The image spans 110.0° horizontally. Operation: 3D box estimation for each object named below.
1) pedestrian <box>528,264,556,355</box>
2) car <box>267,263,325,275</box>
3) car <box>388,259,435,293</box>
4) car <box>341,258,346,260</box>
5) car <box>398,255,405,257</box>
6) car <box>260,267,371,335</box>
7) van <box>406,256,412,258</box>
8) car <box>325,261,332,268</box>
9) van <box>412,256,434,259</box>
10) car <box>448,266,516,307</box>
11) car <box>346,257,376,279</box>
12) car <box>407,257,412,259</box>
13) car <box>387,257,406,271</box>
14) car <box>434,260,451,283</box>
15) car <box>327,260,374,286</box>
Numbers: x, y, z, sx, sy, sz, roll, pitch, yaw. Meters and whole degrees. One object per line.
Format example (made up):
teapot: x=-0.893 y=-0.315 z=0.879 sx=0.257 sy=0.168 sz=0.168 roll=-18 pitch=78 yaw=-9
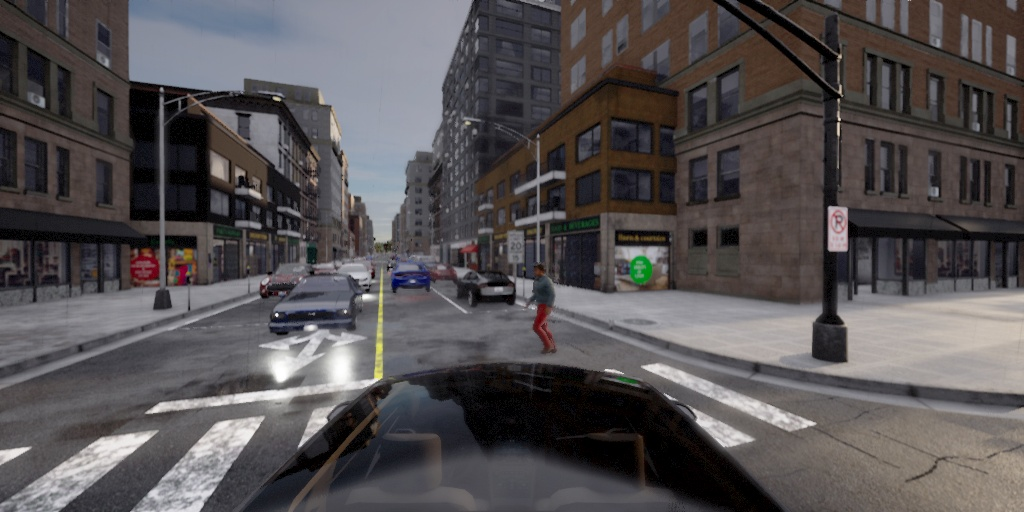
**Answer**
pedestrian: x=0.609 y=1.012 z=7.087 sx=0.375 sy=1.860 sz=0.375 roll=0 pitch=0 yaw=-20
car: x=-10.600 y=1.091 z=17.374 sx=1.967 sy=1.591 sz=4.097 roll=0 pitch=0 yaw=-20
car: x=-5.777 y=1.115 z=20.163 sx=1.882 sy=1.535 sz=5.008 roll=0 pitch=0 yaw=-20
car: x=-16.211 y=1.112 z=32.925 sx=2.007 sy=1.370 sz=4.403 roll=0 pitch=0 yaw=-20
car: x=-18.014 y=0.862 z=61.566 sx=1.967 sy=1.591 sz=4.097 roll=0 pitch=0 yaw=-20
car: x=-5.492 y=1.241 z=10.691 sx=2.033 sy=1.411 sz=5.357 roll=0 pitch=0 yaw=-20
van: x=-12.402 y=0.837 z=46.015 sx=1.690 sy=1.789 sz=3.998 roll=0 pitch=0 yaw=-20
car: x=-14.340 y=1.172 z=27.741 sx=1.802 sy=1.307 sz=4.207 roll=0 pitch=0 yaw=-20
van: x=-8.662 y=0.891 z=35.648 sx=1.690 sy=1.789 sz=3.998 roll=0 pitch=0 yaw=-20
car: x=-1.181 y=1.236 z=14.914 sx=1.948 sy=1.339 sz=4.313 roll=0 pitch=0 yaw=-20
car: x=-12.305 y=1.059 z=29.612 sx=1.882 sy=1.535 sz=5.008 roll=0 pitch=0 yaw=-20
car: x=-10.532 y=1.073 z=40.832 sx=2.007 sy=1.370 sz=4.403 roll=0 pitch=0 yaw=-20
car: x=-14.176 y=1.110 z=43.371 sx=1.895 sy=1.301 sz=4.718 roll=0 pitch=0 yaw=-20
car: x=-4.921 y=1.190 z=25.282 sx=1.802 sy=1.307 sz=4.207 roll=0 pitch=0 yaw=-20
car: x=-8.903 y=1.161 z=20.147 sx=1.812 sy=1.442 sz=4.674 roll=0 pitch=0 yaw=-20
